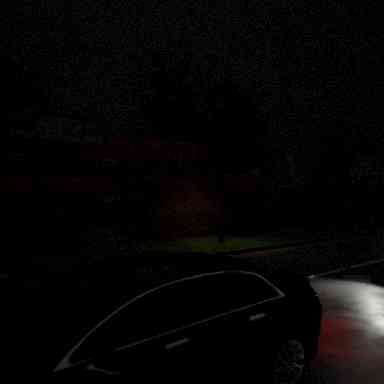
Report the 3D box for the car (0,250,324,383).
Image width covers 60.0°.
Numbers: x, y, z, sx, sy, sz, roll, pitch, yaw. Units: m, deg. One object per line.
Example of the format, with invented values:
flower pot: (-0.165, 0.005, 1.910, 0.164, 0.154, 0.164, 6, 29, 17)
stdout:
car: (-0.578, 1.500, 3.576, 4.892, 1.490, 1.837, 0, 0, -35)
